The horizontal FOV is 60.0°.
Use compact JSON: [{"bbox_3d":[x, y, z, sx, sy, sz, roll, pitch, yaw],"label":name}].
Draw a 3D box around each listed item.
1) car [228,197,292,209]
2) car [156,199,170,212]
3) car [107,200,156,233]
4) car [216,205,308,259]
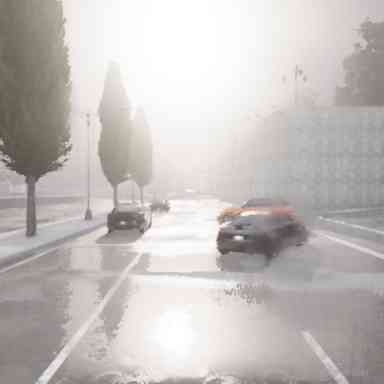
[{"bbox_3d":[3.788,1.139,19.328,4.553,1.767,2.097,-2,-1,25],"label":"car"},{"bbox_3d":[-3.404,1.450,36.436,1.895,1.301,4.718,0,0,0],"label":"car"},{"bbox_3d":[-3.419,1.376,18.931,1.882,1.535,5.008,-1,0,0],"label":"car"},{"bbox_3d":[2.592,1.357,11.829,1.994,1.385,4.181,-2,0,35],"label":"car"}]
